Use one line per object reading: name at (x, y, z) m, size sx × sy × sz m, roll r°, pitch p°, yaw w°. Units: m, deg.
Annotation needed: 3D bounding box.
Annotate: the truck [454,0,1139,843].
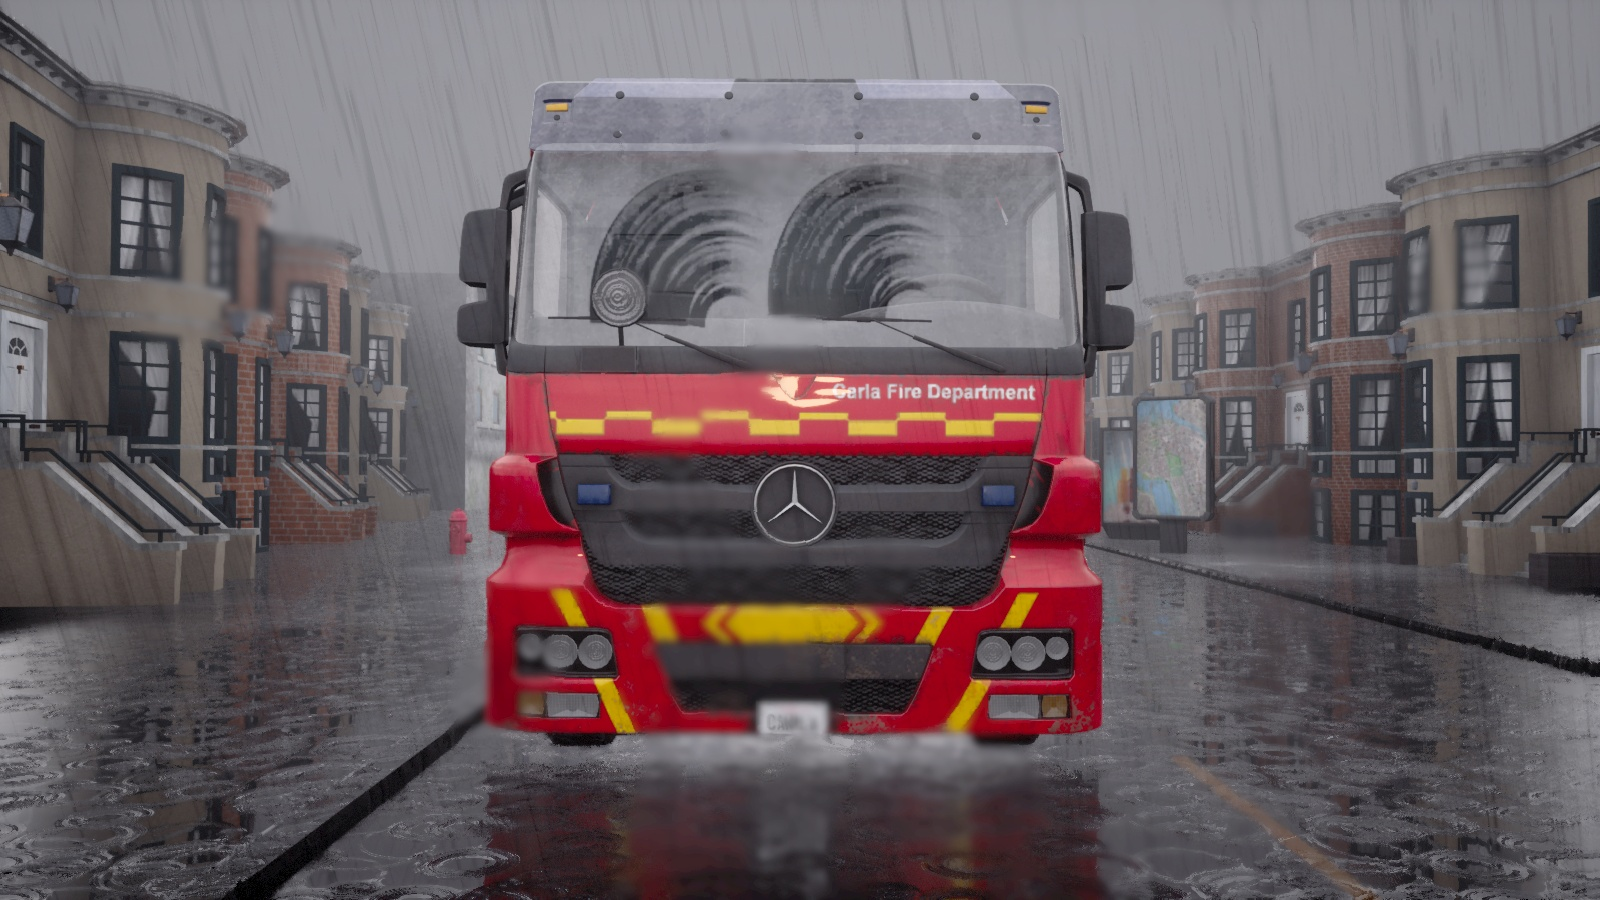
truck at (-0.032, -0.190, 9.565) m, size 2.891 × 3.827 × 8.468 m, roll 0°, pitch -1°, yaw 0°
